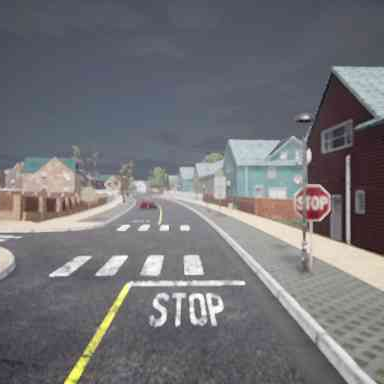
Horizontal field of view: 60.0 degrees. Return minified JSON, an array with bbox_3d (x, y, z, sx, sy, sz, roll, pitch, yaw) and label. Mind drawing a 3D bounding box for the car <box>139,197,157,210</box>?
[{"bbox_3d":[-4.877,1.252,37.152,1.895,1.301,4.718,0,1,-6],"label":"car"}]
